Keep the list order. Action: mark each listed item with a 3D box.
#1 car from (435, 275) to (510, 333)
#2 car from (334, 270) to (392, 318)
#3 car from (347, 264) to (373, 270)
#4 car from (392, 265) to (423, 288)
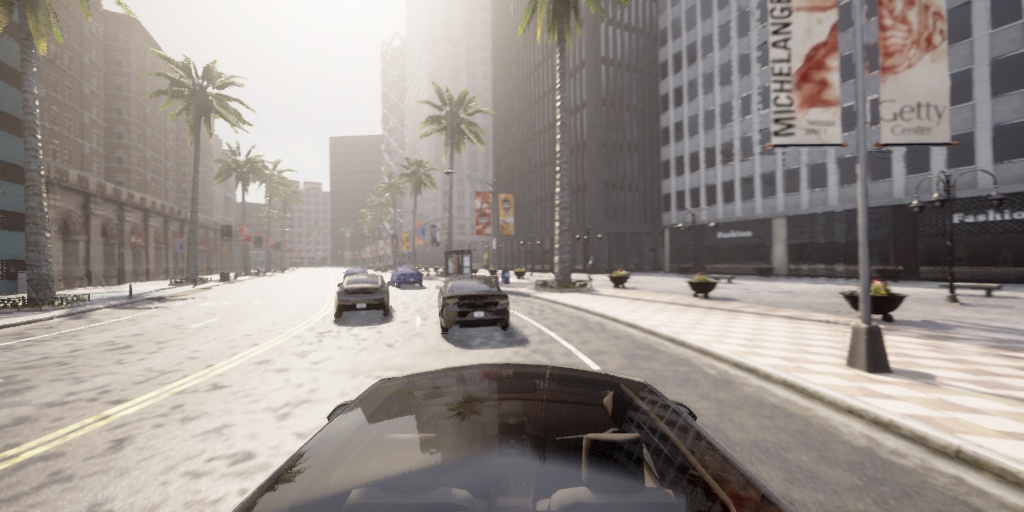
[{"bbox_3d":[-1.374,1.348,11.425,1.882,1.535,5.008,-1,-1,-13],"label":"car"},{"bbox_3d":[-5.911,1.483,14.442,1.837,1.490,4.892,0,-1,-19],"label":"car"},{"bbox_3d":[-13.544,1.753,31.151,1.882,1.535,5.008,-1,-1,-26],"label":"car"},{"bbox_3d":[-8.465,1.642,28.718,1.882,1.535,5.008,-1,-1,-26],"label":"car"}]
